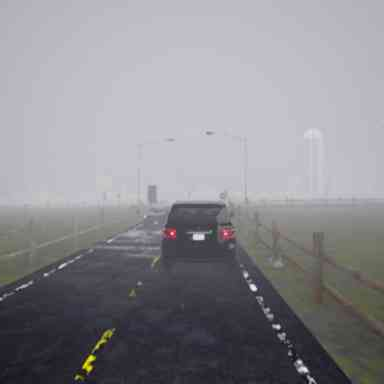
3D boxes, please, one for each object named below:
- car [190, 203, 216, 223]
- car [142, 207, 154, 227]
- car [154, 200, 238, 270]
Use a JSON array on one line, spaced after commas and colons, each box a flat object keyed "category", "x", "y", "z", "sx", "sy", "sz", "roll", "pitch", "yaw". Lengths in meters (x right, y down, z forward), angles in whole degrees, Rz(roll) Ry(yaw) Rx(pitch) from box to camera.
[{"category": "car", "x": 0.945, "y": 1.645, "z": 27.547, "sx": 1.994, "sy": 1.385, "sz": 4.181, "roll": 0, "pitch": 0, "yaw": 3}, {"category": "car", "x": -2.206, "y": 1.673, "z": 23.558, "sx": 1.895, "sy": 1.301, "sz": 4.718, "roll": 0, "pitch": 0, "yaw": 3}, {"category": "car", "x": 0.262, "y": 1.258, "z": 11.265, "sx": 2.150, "sy": 2.045, "sz": 5.566, "roll": 0, "pitch": 0, "yaw": 2}]
